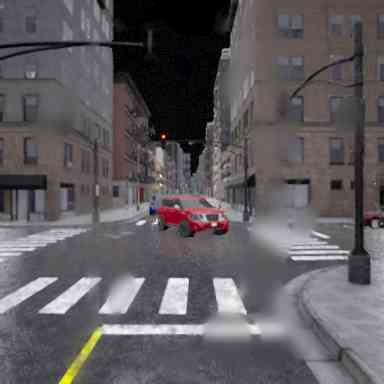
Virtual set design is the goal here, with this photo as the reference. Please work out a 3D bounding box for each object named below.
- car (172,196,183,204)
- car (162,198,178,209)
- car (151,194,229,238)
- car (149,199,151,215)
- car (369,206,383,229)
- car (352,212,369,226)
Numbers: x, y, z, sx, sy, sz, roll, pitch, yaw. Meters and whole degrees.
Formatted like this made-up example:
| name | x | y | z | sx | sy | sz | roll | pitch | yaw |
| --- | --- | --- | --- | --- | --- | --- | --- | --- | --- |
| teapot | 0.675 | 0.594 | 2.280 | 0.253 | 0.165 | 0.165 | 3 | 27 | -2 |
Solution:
| name | x | y | z | sx | sy | sz | roll | pitch | yaw |
| --- | --- | --- | --- | --- | --- | --- | --- | --- | --- |
| car | -2.922 | 1.527 | 65.953 | 1.994 | 1.385 | 4.181 | 0 | 0 | 0 |
| car | -3.022 | 1.596 | 46.552 | 1.895 | 1.301 | 4.718 | 0 | 0 | 0 |
| car | -0.178 | 1.240 | 18.459 | 2.150 | 2.045 | 5.566 | -1 | 0 | -27 |
| car | -3.071 | 1.229 | 33.817 | 2.150 | 2.045 | 5.566 | 0 | 0 | -1 |
| car | 12.447 | 1.368 | 17.479 | 5.008 | 1.535 | 1.882 | -1 | 0 | 0 |
| car | 12.163 | 1.451 | 20.224 | 4.507 | 1.381 | 1.887 | -1 | 0 | 0 |
